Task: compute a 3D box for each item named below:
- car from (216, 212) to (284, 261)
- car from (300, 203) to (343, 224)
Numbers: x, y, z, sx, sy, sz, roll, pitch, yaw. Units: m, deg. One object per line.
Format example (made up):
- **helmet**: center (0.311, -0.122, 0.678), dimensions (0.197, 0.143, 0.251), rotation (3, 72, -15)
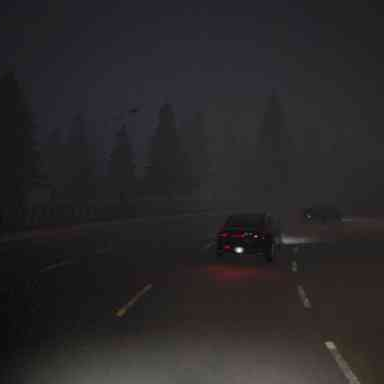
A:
- **car**: center (2.253, 1.503, 12.429), dimensions (1.837, 1.490, 4.892), rotation (0, 0, 20)
- **car**: center (9.806, 1.525, 25.156), dimensions (1.812, 1.442, 4.674), rotation (0, 0, 43)
